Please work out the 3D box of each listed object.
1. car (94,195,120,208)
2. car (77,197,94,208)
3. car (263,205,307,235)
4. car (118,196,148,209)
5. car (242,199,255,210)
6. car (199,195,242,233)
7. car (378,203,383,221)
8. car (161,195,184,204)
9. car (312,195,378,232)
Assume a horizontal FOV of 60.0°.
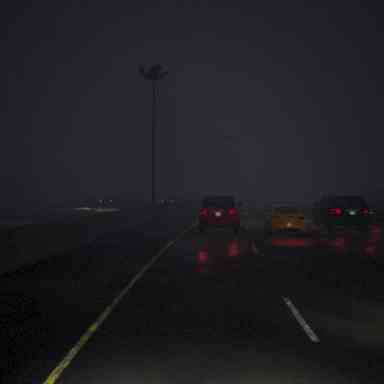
[{"bbox_3d":[-10.670,1.242,44.911,2.097,1.767,4.553,0,0,17],"label":"car"},{"bbox_3d":[-13.998,1.448,45.998,1.994,1.385,4.181,0,0,17],"label":"car"},{"bbox_3d":[5.123,1.450,18.785,1.882,1.535,5.008,0,0,8],"label":"car"},{"bbox_3d":[-7.417,1.464,43.610,1.994,1.385,4.181,0,0,17],"label":"car"},{"bbox_3d":[6.584,1.532,40.927,1.895,1.301,4.718,0,0,17],"label":"car"},{"bbox_3d":[1.694,1.188,19.456,2.150,2.045,5.566,0,0,8],"label":"car"},{"bbox_3d":[13.139,1.502,24.118,1.812,1.442,4.674,0,0,11],"label":"car"},{"bbox_3d":[-2.697,1.254,46.906,2.097,1.767,4.553,0,0,19],"label":"car"},{"bbox_3d":[8.835,1.198,20.082,2.150,2.045,5.566,0,0,9],"label":"car"}]
